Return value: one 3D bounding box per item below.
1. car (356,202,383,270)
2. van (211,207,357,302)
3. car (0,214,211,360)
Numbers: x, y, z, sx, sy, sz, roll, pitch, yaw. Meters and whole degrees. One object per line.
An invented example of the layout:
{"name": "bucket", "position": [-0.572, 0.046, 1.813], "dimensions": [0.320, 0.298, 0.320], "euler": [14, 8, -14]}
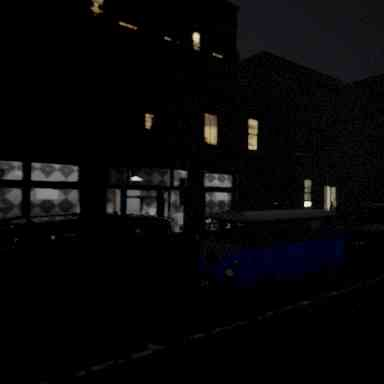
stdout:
{"name": "car", "position": [6.389, 1.296, 11.092], "dimensions": [5.009, 1.841, 2.192], "euler": [0, 1, -35]}
{"name": "van", "position": [1.986, 1.331, 7.953], "dimensions": [3.998, 1.788, 1.690], "euler": [0, 1, -35]}
{"name": "car", "position": [-2.416, 1.314, 4.813], "dimensions": [5.009, 1.841, 2.192], "euler": [0, 1, -35]}
